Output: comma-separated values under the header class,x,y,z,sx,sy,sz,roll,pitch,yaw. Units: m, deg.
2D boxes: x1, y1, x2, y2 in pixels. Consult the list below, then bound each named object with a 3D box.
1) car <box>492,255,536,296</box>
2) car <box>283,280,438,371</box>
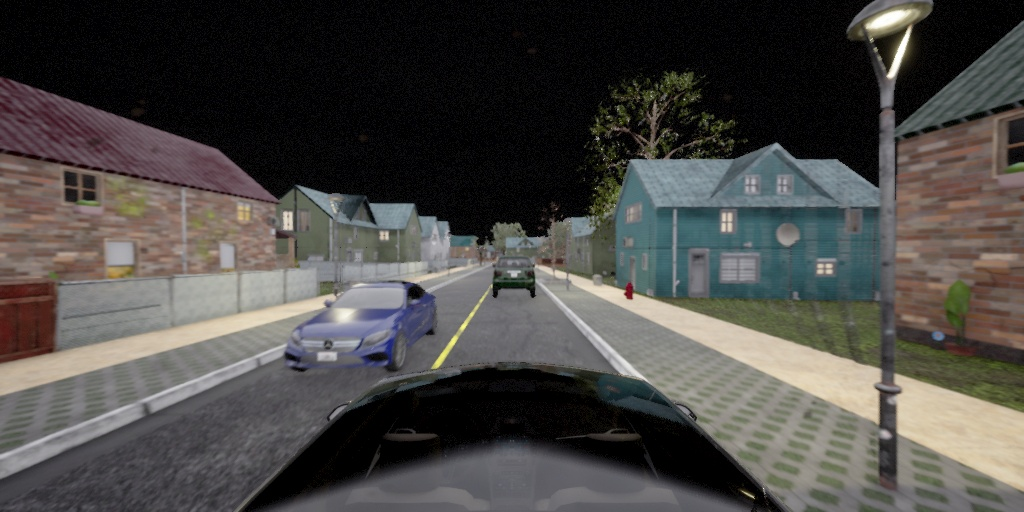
class,x,y,z,sx,sy,sz,roll,pitch,yaw
car,0.098,0.989,19.423,2.150,2.045,5.566,0,0,0
car,-2.840,1.282,7.842,1.812,1.442,4.674,0,0,0
